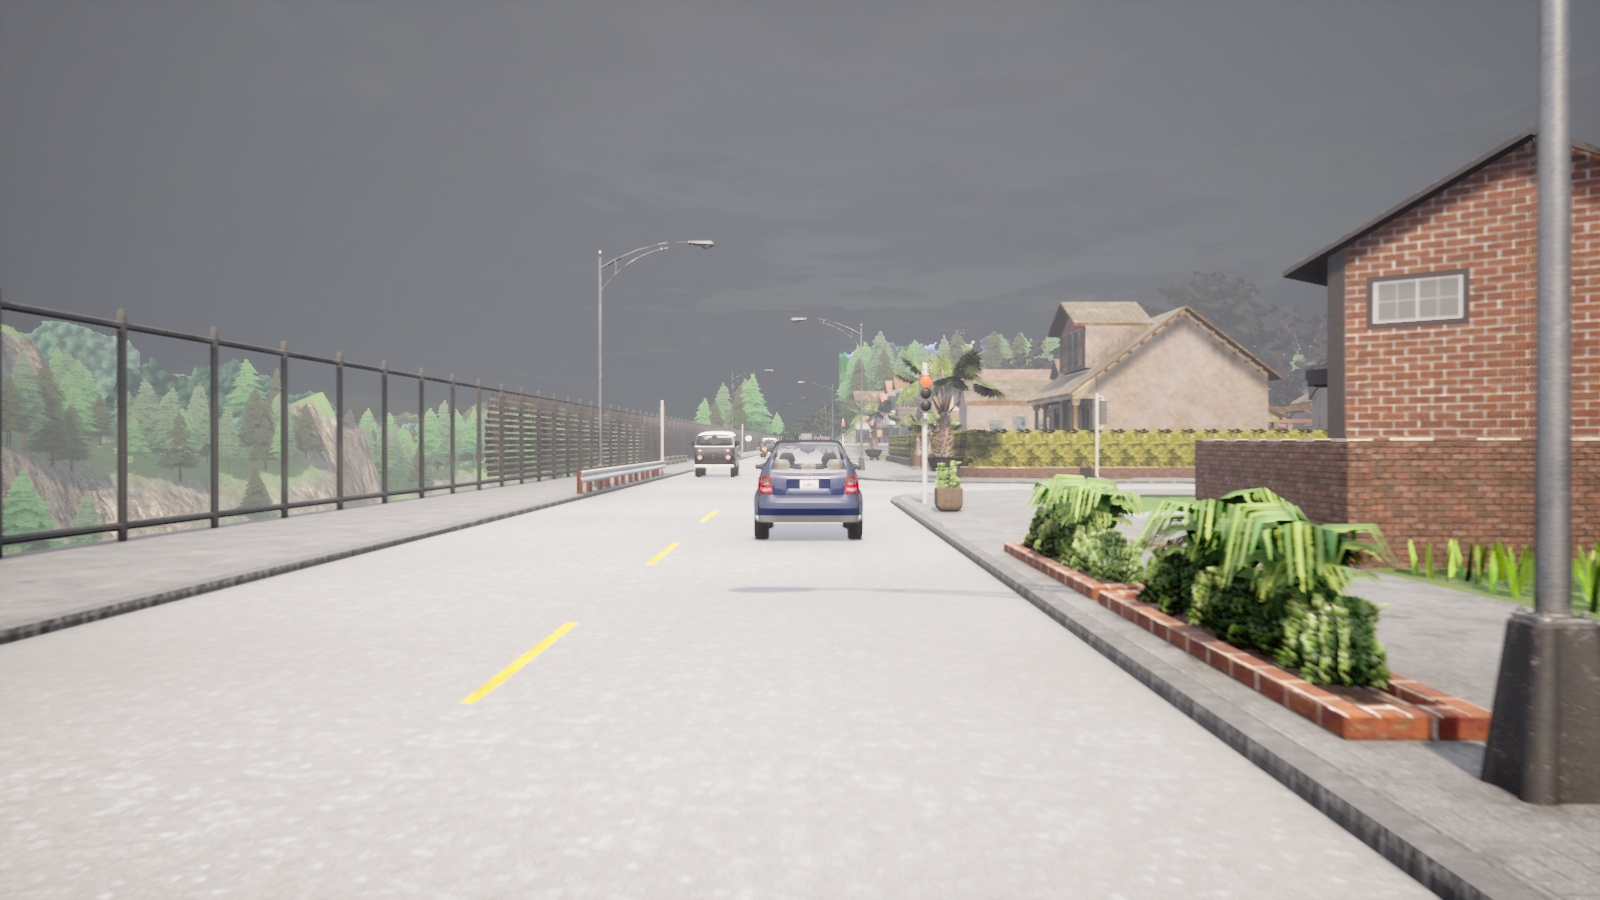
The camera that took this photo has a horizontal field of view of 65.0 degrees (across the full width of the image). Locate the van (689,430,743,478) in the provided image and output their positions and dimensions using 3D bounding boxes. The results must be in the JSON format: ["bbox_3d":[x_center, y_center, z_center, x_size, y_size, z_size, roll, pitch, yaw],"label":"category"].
[{"bbox_3d":[-3.668,0.154,55.527,2.069,2.038,4.480,0,0,0],"label":"van"}]

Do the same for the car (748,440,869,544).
[{"bbox_3d":[0.133,0.610,20.486,1.789,1.549,3.705,0,0,0],"label":"car"}]
